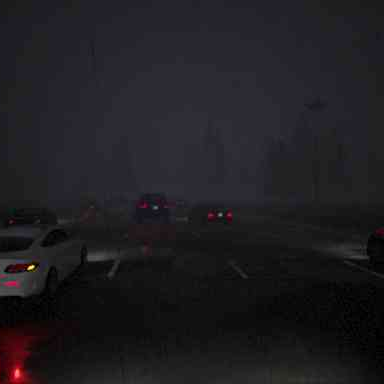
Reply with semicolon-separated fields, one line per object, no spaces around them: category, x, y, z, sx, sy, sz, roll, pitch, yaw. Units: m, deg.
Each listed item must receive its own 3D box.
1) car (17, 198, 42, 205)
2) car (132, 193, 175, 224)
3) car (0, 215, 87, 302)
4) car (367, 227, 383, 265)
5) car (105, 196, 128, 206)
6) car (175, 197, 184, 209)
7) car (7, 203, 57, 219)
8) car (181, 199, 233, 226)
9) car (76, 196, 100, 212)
car;-22.572;1.453;46.260;4.181;1.385;1.994;0;0;43
car;-3.046;1.103;23.935;2.150;2.045;5.566;0;0;-15
car;-3.869;1.506;8.010;1.812;1.442;4.674;0;0;-5
car;6.595;1.259;8.474;2.097;1.767;4.553;-1;1;-5
car;-11.277;1.317;49.853;1.812;1.442;4.674;0;0;-38
car;-1.897;1.339;41.322;1.994;1.385;4.181;0;0;-26
car;-9.101;1.552;19.306;1.895;1.301;4.718;0;0;-13
car;1.063;1.412;22.307;2.033;1.411;5.357;0;0;-15
car;-11.490;1.392;37.162;1.812;1.442;4.674;0;0;-25
